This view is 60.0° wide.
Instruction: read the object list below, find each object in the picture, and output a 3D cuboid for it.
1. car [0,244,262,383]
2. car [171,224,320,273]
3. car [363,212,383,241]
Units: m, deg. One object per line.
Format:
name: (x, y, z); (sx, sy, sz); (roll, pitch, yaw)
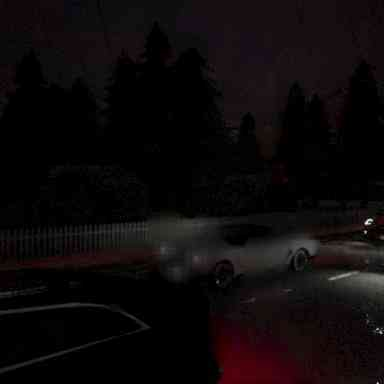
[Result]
car: (-1.981, 1.492, 2.579); (4.902, 1.511, 2.128); (0, 0, -36)
car: (1.438, 1.599, 9.319); (4.718, 1.301, 1.895); (0, 0, -36)
car: (9.909, 1.346, 15.346); (4.553, 1.767, 2.097); (0, 0, -35)
